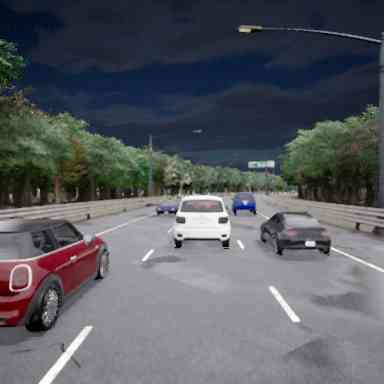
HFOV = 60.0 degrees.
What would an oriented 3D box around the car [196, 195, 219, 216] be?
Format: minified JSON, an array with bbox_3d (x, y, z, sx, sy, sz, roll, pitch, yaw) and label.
[{"bbox_3d":[1.607,1.259,32.763,2.097,1.767,4.553,0,0,5],"label":"car"}]

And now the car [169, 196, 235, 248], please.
[{"bbox_3d":[0.442,1.180,14.656,2.150,2.045,5.566,0,0,2],"label":"car"}]

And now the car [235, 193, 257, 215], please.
[{"bbox_3d":[5.145,1.131,33.213,2.150,2.045,5.566,0,0,5],"label":"car"}]

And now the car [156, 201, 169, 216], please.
[{"bbox_3d":[-2.058,1.509,31.098,1.895,1.301,4.718,0,0,5],"label":"car"}]

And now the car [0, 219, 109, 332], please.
[{"bbox_3d":[-3.275,1.329,6.980,2.097,1.767,4.553,0,0,1],"label":"car"}]

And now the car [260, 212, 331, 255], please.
[{"bbox_3d":[3.885,1.493,13.007,1.812,1.442,4.674,0,0,2],"label":"car"}]
